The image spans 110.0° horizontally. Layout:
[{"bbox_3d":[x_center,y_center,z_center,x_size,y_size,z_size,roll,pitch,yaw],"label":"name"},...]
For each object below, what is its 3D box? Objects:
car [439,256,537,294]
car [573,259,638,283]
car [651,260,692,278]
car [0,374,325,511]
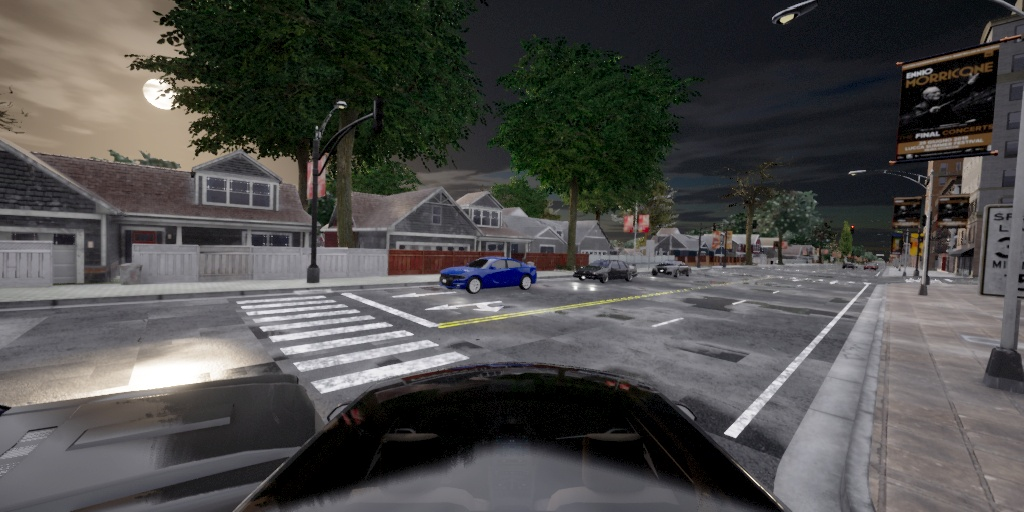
[{"bbox_3d":[-0.979,0.778,16.567,5.008,1.535,1.882,1,2,-43],"label":"car"},{"bbox_3d":[6.250,0.927,23.421,5.357,1.411,2.033,1,2,-43],"label":"car"},{"bbox_3d":[13.511,1.027,30.275,4.181,1.385,1.994,1,2,-44],"label":"car"},{"bbox_3d":[-3.317,1.273,1.403,4.718,1.301,1.895,1,2,-33],"label":"car"}]
